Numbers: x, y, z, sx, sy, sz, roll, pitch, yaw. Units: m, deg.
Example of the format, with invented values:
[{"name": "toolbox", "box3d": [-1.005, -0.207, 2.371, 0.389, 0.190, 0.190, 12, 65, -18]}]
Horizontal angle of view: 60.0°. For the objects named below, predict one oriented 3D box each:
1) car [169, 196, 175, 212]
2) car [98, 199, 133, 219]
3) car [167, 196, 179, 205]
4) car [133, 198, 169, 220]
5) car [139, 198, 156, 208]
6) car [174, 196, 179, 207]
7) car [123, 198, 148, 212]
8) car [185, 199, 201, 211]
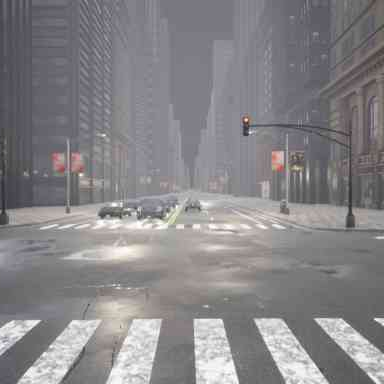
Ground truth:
[{"name": "car", "box3d": [-3.328, 1.523, 37.515, 2.033, 1.411, 5.357, 0, 0, 0]}, {"name": "car", "box3d": [-6.557, 1.531, 29.298, 2.033, 1.411, 5.357, 0, 0, 4]}, {"name": "car", "box3d": [-3.286, 1.454, 57.788, 1.837, 1.490, 4.892, 0, 0, 0]}, {"name": "car", "box3d": [-3.333, 1.337, 28.040, 2.097, 1.767, 4.553, 0, 0, 0]}, {"name": "car", "box3d": [-6.575, 1.564, 49.483, 1.895, 1.301, 4.718, 0, 0, 0]}, {"name": "car", "box3d": [-3.329, 1.529, 47.414, 1.994, 1.385, 4.181, 0, 0, 0]}, {"name": "car", "box3d": [-6.576, 1.522, 39.397, 2.033, 1.411, 5.357, 0, 0, 0]}, {"name": "car", "box3d": [0.116, 1.520, 40.920, 2.033, 1.411, 5.357, 0, 0, 0]}]
